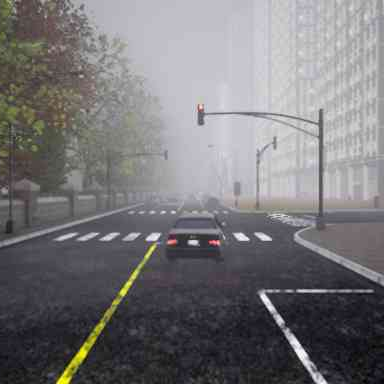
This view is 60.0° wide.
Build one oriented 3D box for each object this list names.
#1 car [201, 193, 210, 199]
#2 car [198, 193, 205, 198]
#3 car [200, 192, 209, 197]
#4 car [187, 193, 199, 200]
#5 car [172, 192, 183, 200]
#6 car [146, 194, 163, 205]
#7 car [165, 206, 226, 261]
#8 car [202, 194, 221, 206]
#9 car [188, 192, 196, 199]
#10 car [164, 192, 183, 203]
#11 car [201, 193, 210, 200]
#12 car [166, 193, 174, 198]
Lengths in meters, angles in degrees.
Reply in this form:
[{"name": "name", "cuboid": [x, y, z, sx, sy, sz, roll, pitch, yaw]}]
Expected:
[{"name": "car", "cuboid": [3.140, 0.969, 78.159, 1.812, 1.442, 4.674, 0, 0, 0]}, {"name": "car", "cuboid": [2.680, 0.899, 93.538, 2.008, 1.369, 4.403, 0, 0, 0]}, {"name": "car", "cuboid": [2.685, 1.167, 54.113, 1.947, 1.339, 4.313, 0, 0, 0]}, {"name": "car", "cuboid": [-0.009, 1.009, 70.550, 1.812, 1.442, 4.674, 0, 0, 0]}, {"name": "car", "cuboid": [-3.010, 0.818, 71.034, 2.097, 1.767, 4.553, 0, 0, 0]}, {"name": "car", "cuboid": [-5.695, 1.222, 48.480, 1.802, 1.307, 4.206, 0, 0, 0]}, {"name": "car", "cuboid": [0.218, 1.454, 11.926, 2.033, 1.411, 5.357, 0, 0, 4]}, {"name": "car", "cuboid": [2.686, 1.246, 42.848, 1.947, 1.339, 4.313, 0, 0, 0]}, {"name": "car", "cuboid": [-0.010, 0.845, 80.132, 2.033, 1.411, 5.357, 0, 0, 0]}, {"name": "car", "cuboid": [-3.080, 1.156, 55.426, 1.994, 1.385, 4.181, 0, 0, 0]}, {"name": "car", "cuboid": [2.685, 1.206, 48.481, 1.947, 1.339, 4.313, 0, 0, 0]}, {"name": "car", "cuboid": [-5.700, 0.927, 87.905, 1.887, 1.381, 4.507, 0, 0, 0]}]
